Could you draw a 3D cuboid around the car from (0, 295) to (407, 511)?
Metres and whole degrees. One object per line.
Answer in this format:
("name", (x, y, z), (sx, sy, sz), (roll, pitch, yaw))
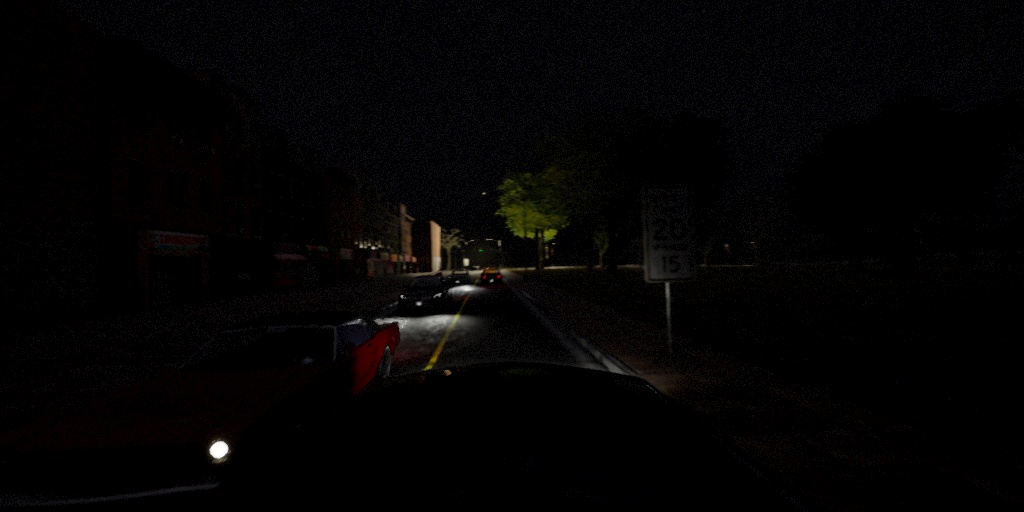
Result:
("car", (-2.886, 1.466, 4.557), (1.895, 1.301, 4.718), (-2, -1, -4))

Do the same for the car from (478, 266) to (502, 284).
("car", (-1.899, 1.850, 32.844), (1.895, 1.301, 4.718), (-2, -1, -4))

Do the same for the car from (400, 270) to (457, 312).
("car", (-3.677, 1.561, 15.869), (1.812, 1.442, 4.674), (-2, -1, -4))

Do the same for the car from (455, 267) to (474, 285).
("car", (-4.833, 1.946, 33.141), (1.895, 1.301, 4.718), (-2, -1, -4))
